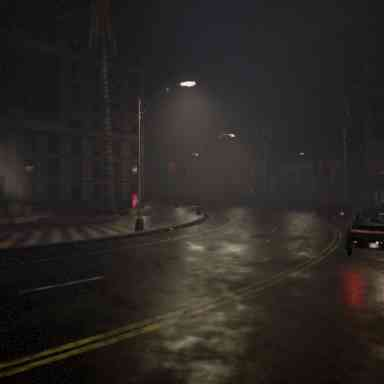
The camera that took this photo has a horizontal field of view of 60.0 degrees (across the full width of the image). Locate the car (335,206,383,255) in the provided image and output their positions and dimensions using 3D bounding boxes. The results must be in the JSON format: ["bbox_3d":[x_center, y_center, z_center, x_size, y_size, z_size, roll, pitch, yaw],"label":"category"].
[{"bbox_3d":[7.112,1.522,12.838,2.128,1.511,4.902,0,0,31],"label":"car"}]

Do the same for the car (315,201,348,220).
[{"bbox_3d":[12.130,1.549,28.800,1.882,1.535,5.008,0,0,6],"label":"car"}]

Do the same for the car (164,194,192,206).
[{"bbox_3d":[-2.870,1.404,57.289,2.150,2.045,5.566,0,-1,-32],"label":"car"}]

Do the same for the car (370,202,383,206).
[{"bbox_3d":[15.439,1.552,26.813,2.128,1.511,4.902,0,0,7],"label":"car"}]

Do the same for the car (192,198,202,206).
[{"bbox_3d":[-0.415,1.733,59.979,2.033,1.411,5.357,0,0,-32],"label":"car"}]
